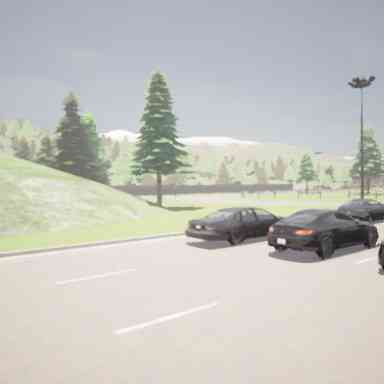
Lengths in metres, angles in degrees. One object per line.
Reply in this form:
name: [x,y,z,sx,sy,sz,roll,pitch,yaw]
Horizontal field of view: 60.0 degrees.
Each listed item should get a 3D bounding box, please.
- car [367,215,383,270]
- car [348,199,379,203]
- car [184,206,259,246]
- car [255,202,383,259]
car: [6.686,1.327,8.692,4.181,1.385,1.994,-1,1,-36]
car: [10.420,1.110,20.123,4.181,1.385,1.994,-2,1,-36]
car: [2.261,1.324,14.128,5.357,1.411,2.033,-2,1,-36]
car: [4.575,1.294,11.498,4.674,1.442,1.812,-1,1,-36]
